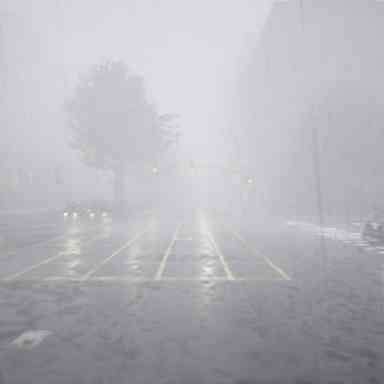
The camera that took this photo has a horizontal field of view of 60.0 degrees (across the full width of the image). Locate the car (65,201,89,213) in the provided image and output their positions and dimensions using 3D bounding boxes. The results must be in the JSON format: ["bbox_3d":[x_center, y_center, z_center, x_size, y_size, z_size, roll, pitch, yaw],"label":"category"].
[{"bbox_3d":[-15.100,1.954,43.605,1.994,1.385,4.181,0,-1,0],"label":"car"}]

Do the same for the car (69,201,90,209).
[{"bbox_3d":[-18.254,2.079,54.139,1.895,1.301,4.718,0,-1,0],"label":"car"}]

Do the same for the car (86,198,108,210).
[{"bbox_3d":[-15.085,1.830,52.987,2.097,1.767,4.553,0,-1,0],"label":"car"}]

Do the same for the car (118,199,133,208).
[{"bbox_3d":[-11.578,2.096,55.386,1.895,1.301,4.718,0,0,0],"label":"car"}]

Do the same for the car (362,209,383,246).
[{"bbox_3d":[9.713,1.477,13.865,4.553,1.767,2.097,0,-1,0],"label":"car"}]

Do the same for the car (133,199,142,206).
[{"bbox_3d":[-11.505,2.143,69.079,2.128,1.511,4.902,0,-1,0],"label":"car"}]

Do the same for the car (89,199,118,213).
[{"bbox_3d":[-11.600,1.871,43.974,1.882,1.535,5.008,0,-1,0],"label":"car"}]

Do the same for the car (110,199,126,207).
[{"bbox_3d":[-15.005,2.128,67.392,2.128,1.511,4.902,0,-1,0],"label":"car"}]
